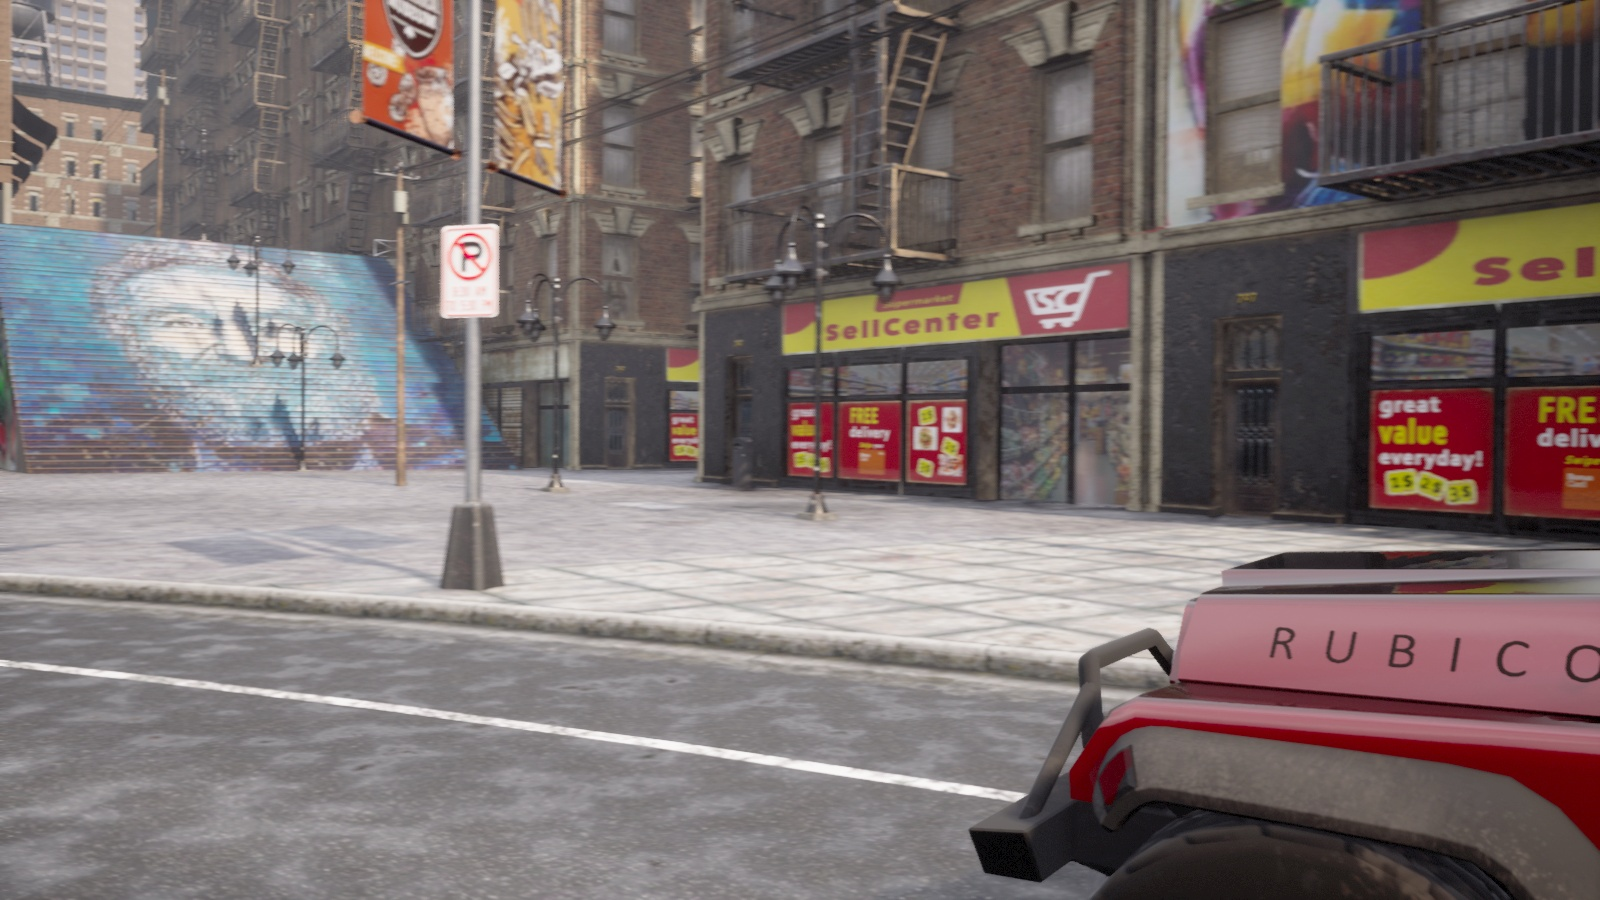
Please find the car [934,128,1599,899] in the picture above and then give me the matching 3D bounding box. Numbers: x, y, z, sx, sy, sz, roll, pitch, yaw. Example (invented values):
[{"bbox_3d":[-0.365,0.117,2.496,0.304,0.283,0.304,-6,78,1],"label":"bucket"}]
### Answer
[{"bbox_3d":[2.393,0.473,2.057,3.866,1.878,1.905,0,1,34],"label":"car"}]
